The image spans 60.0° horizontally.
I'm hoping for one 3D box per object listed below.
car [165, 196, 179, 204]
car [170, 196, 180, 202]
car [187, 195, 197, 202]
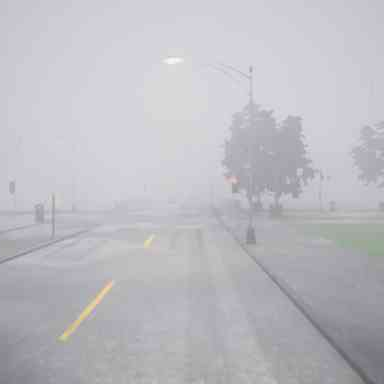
[{"bbox_3d":[-4.019,1.609,62.883,1.994,1.385,4.181,0,0,1],"label":"car"},{"bbox_3d":[-3.994,1.592,78.355,2.033,1.411,5.357,0,0,0],"label":"car"},{"bbox_3d":[0.006,1.408,72.201,2.033,1.411,5.357,0,0,0],"label":"car"}]
